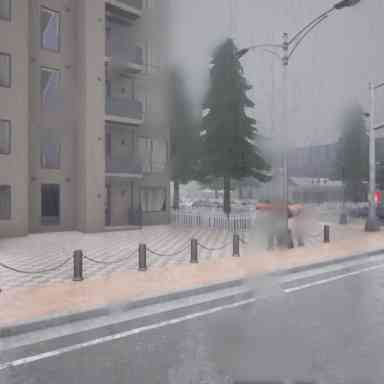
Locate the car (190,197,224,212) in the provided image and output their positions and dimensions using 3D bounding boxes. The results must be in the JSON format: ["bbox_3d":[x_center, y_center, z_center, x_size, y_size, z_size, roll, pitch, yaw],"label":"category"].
[{"bbox_3d":[1.823,1.579,37.593,1.994,1.385,4.181,0,0,-37],"label":"car"}]

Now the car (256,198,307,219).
[{"bbox_3d":[7.869,1.367,29.606,2.097,1.767,4.553,0,0,-37],"label":"car"}]

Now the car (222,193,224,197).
[{"bbox_3d":[7.454,1.092,94.738,1.905,1.878,3.866,0,0,-37],"label":"car"}]

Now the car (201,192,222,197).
[{"bbox_3d":[5.368,1.112,92.674,1.932,1.855,4.605,0,0,-37],"label":"car"}]

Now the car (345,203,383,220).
[{"bbox_3d":[14.989,1.563,26.367,2.033,1.411,5.357,0,0,-37],"label":"car"}]
